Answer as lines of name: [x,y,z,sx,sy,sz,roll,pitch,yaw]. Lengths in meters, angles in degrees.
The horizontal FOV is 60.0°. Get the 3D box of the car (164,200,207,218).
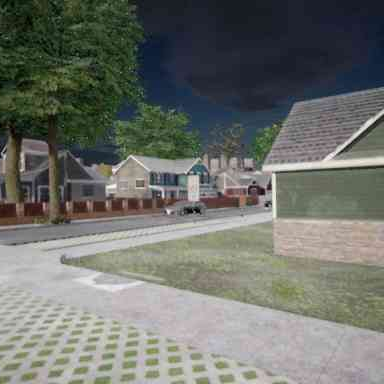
car: [-0.544,1.454,30.122,2.128,1.511,4.902,-1,-1,35]

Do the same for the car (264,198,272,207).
car: [12.197,1.467,47.866,2.033,1.411,5.357,-1,-1,35]
